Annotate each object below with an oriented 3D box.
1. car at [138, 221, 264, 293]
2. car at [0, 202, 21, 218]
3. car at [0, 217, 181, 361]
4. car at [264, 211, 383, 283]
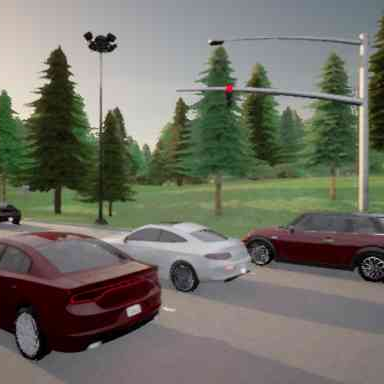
[{"bbox_3d":[-0.725,1.509,8.809,4.674,1.442,1.812,0,0,35],"label":"car"},{"bbox_3d":[-13.194,1.436,22.000,4.892,1.490,1.837,0,0,35],"label":"car"},{"bbox_3d":[-2.808,1.461,5.994,5.008,1.535,1.882,0,0,35],"label":"car"},{"bbox_3d":[3.740,1.343,9.923,4.553,1.767,2.097,0,0,36],"label":"car"}]
